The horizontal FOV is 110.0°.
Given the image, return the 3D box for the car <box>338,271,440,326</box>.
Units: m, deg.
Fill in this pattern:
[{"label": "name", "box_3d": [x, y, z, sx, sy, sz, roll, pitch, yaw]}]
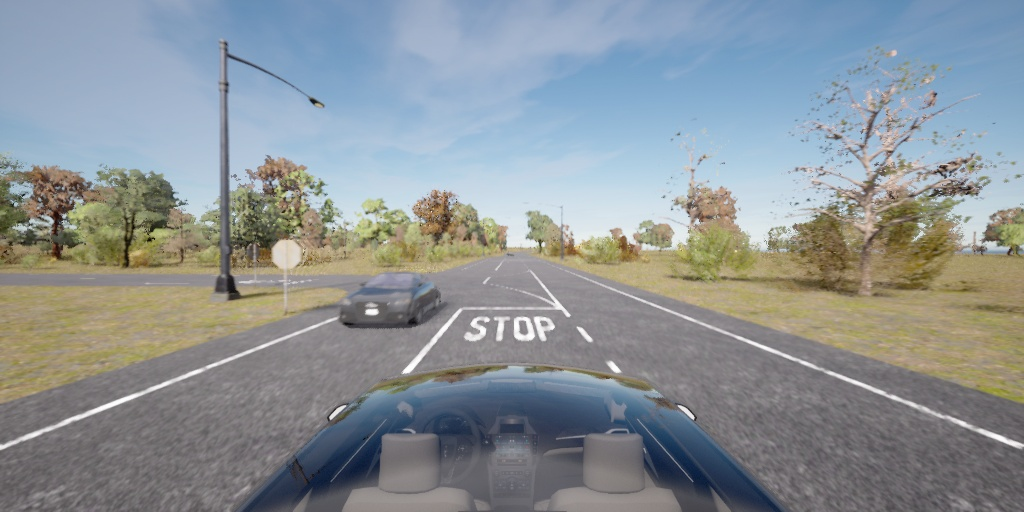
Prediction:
[{"label": "car", "box_3d": [-3.503, 1.174, 10.947, 1.994, 1.385, 4.181, 0, 1, 0]}]
